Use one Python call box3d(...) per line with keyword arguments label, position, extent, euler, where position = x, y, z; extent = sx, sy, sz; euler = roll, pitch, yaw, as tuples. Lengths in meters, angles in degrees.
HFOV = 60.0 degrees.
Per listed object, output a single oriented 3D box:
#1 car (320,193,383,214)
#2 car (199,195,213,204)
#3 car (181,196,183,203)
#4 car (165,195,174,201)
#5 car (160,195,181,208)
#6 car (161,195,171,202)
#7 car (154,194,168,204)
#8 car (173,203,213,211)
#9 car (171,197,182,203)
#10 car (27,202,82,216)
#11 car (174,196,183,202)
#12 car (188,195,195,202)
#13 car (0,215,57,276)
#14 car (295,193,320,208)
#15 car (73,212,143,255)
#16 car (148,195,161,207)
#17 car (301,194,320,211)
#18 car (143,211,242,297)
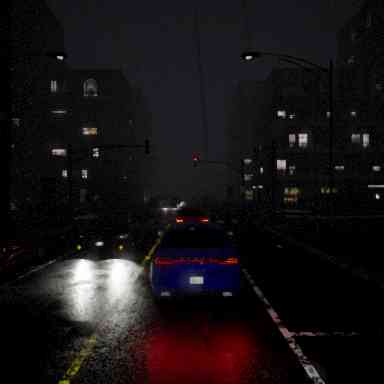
box3d(label="car", position=(14.651, 1.029, 29.805), extent=(5.009, 1.841, 2.192), euler=(-1, 1, -1))
box3d(label="car", position=(2.607, 1.458, 57.535), extent=(1.967, 1.590, 4.097), euler=(0, 0, 0))
box3d(label="car", position=(-3.163, 1.370, 58.692), extent=(2.097, 1.767, 4.553), euler=(0, 0, 0))
box3d(label="car", position=(-5.814, 1.480, 85.934), extent=(1.967, 1.590, 4.097), euler=(0, 0, 0))
box3d(label="car", position=(-3.151, 1.560, 49.210), extent=(2.033, 1.411, 5.357), euler=(0, 0, -1))
box3d(label="car", position=(-5.798, 1.470, 74.569), extent=(1.967, 1.590, 4.097), euler=(0, 0, 0))
box3d(label="car", position=(-5.782, 1.336, 63.203), extent=(2.192, 1.841, 5.009), euler=(0, 0, 0))
box3d(label="car", position=(0.072, 1.526, 17.952), extent=(1.812, 1.442, 4.674), euler=(0, 0, 1))
box3d(label="car", position=(-3.109, 1.626, 68.201), extent=(1.895, 1.301, 4.718), euler=(0, 0, 0))
box3d(label="car", position=(-13.230, 1.701, 32.229), extent=(5.008, 1.535, 1.882), euler=(-1, 0, -3))
box3d(label="car", position=(-3.114, 1.621, 78.539), extent=(1.895, 1.301, 4.718), euler=(0, 0, 0))
box3d(label="car", position=(-0.112, 1.558, 78.860), extent=(2.128, 1.511, 4.902), euler=(0, 0, 0))
box3d(label="car", position=(-5.755, 1.582, 9.815), extent=(1.802, 1.307, 4.206), euler=(0, 0, 0))
box3d(label="car", position=(14.505, 1.014, 38.183), extent=(5.009, 1.841, 2.192), euler=(-1, 1, -1))
box3d(label="car", position=(-3.130, 1.564, 13.252), extent=(1.994, 1.385, 4.181), euler=(0, 0, 0))
box3d(label="car", position=(-5.765, 1.580, 51.838), extent=(1.947, 1.339, 4.313), euler=(0, 0, 0))
box3d(label="car", position=(14.732, 1.205, 35.614), extent=(4.892, 1.490, 1.837), euler=(-1, 0, -1))
box3d(label="car", position=(0.090, 1.477, 8.612), extent=(1.882, 1.535, 5.008), euler=(0, 0, 0))
